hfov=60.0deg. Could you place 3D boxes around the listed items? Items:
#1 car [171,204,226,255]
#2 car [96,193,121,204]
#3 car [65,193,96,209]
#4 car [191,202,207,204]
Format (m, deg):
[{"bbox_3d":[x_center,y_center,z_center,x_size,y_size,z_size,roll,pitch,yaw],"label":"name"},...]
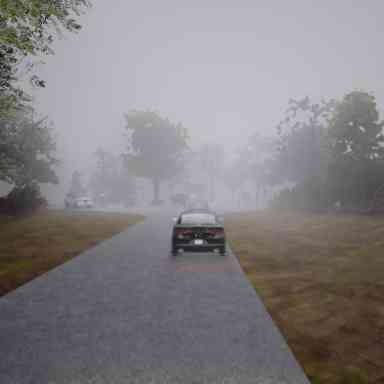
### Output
[{"bbox_3d":[0.242,1.470,13.222,1.882,1.535,5.008,0,0,1],"label":"car"},{"bbox_3d":[-16.189,1.139,63.268,2.150,2.045,5.566,0,0,38],"label":"car"},{"bbox_3d":[-15.728,1.160,45.921,2.150,2.045,5.566,0,0,-40],"label":"car"},{"bbox_3d":[0.588,1.521,27.363,2.033,1.411,5.357,0,0,4],"label":"car"}]
